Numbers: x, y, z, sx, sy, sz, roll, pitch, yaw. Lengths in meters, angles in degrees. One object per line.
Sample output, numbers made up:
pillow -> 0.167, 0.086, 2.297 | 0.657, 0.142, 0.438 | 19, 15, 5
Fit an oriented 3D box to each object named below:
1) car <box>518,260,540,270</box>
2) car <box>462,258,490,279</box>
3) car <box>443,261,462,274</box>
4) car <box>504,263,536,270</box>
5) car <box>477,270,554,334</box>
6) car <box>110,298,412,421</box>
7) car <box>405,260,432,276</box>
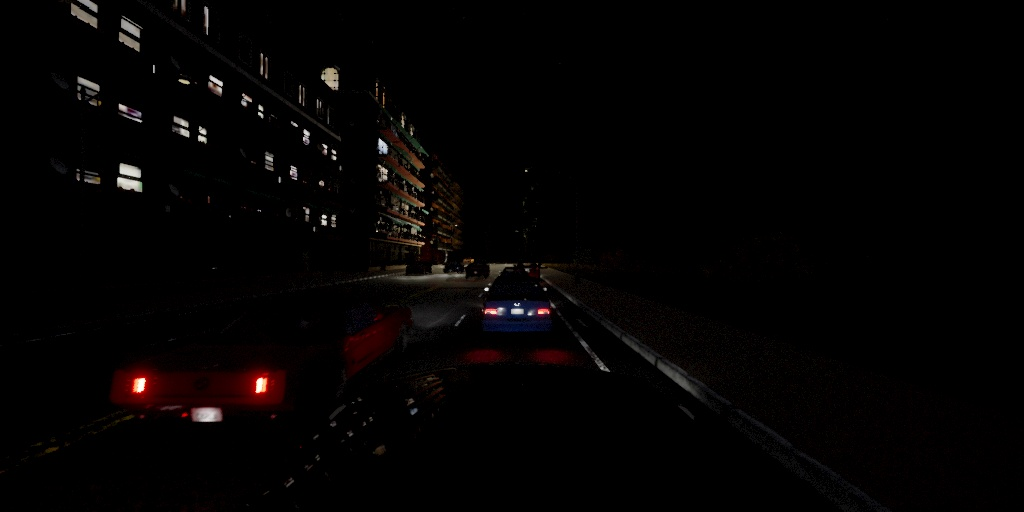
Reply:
car -> 1.187, 1.105, 29.865 | 2.097, 1.767, 4.553 | 0, 0, 0
car -> -3.095, 1.231, 33.084 | 1.882, 1.535, 5.008 | 0, 0, 0
car -> -6.532, 1.279, 40.344 | 1.812, 1.442, 4.674 | 0, 0, 0
car -> 0.128, 1.317, 20.930 | 1.994, 1.385, 4.181 | 0, 0, 1
car -> 0.117, 1.299, 10.597 | 2.033, 1.411, 5.357 | 0, 0, 0
car -> -3.146, 1.351, 5.931 | 1.895, 1.301, 4.718 | 0, 0, 0
car -> -9.787, 1.231, 37.951 | 1.882, 1.535, 5.008 | 0, 0, 0
